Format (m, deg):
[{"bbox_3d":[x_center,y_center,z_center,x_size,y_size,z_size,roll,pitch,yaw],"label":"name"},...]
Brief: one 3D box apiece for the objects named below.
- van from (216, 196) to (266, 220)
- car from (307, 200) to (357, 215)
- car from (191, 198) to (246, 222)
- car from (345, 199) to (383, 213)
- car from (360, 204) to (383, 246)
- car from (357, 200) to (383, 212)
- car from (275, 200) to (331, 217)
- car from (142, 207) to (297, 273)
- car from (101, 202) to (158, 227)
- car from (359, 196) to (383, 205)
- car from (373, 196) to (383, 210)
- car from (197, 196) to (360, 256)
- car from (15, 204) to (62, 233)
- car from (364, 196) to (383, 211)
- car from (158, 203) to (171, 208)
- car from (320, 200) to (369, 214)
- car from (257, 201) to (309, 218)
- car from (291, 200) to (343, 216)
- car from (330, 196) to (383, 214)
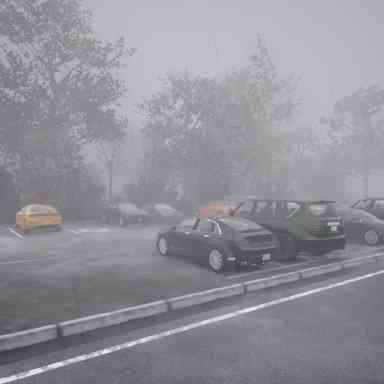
[{"bbox_3d":[4.289,1.331,29.687,1.878,1.987,4.442,1,0,-35],"label":"van"},{"bbox_3d":[15.708,1.713,37.659,2.163,1.488,4.792,1,0,-36],"label":"car"},{"bbox_3d":[2.110,1.409,27.953,2.185,1.767,4.553,1,0,-35],"label":"car"},{"bbox_3d":[22.493,1.765,42.535,2.097,1.535,5.008,1,0,-36],"label":"car"},{"bbox_3d":[7.426,1.514,15.726,2.231,1.521,4.892,1,0,-35],"label":"car"},{"bbox_3d":[24.656,1.833,44.084,2.002,1.452,4.674,1,0,-36],"label":"car"},{"bbox_3d":[11.266,1.629,34.294,1.946,1.575,5.366,1,0,-36],"label":"car"},{"bbox_3d":[0.585,1.474,10.843,2.231,1.521,4.892,0,0,-35],"label":"car"},{"bbox_3d":[-4.718,1.482,23.136,2.097,1.535,5.008,0,0,-35],"label":"car"},{"bbox_3d":[9.699,1.283,17.373,2.435,2.045,5.566,1,0,-35],"label":"car"},{"bbox_3d":[29.205,1.609,47.302,2.435,2.045,5.566,1,-1,-36],"label":"car"},{"bbox_3d":[2.848,1.232,12.495,2.435,2.045,5.566,0,0,-35],"label":"car"},{"bbox_3d":[-9.249,1.465,19.899,2.097,1.535,5.008,0,0,-35],"label":"car"},{"bbox_3d":[27.039,1.576,45.754,2.435,2.045,5.566,1,-1,-36],"label":"car"},{"bbox_3d":[-2.446,1.537,24.749,2.002,1.452,4.674,0,0,-35],"label":"car"},{"bbox_3d":[17.941,1.738,39.325,2.163,1.488,4.792,1,0,-36],"label":"car"},{"bbox_3d":[8.892,1.647,32.825,2.002,1.452,4.674,1,0,-36],"label":"car"},{"bbox_3d":[13.429,1.658,36.060,2.097,1.535,5.008,1,0,-36],"label":"car"},{"bbox_3d":[20.240,1.484,40.898,2.435,2.045,5.566,1,0,-36],"label":"car"}]
